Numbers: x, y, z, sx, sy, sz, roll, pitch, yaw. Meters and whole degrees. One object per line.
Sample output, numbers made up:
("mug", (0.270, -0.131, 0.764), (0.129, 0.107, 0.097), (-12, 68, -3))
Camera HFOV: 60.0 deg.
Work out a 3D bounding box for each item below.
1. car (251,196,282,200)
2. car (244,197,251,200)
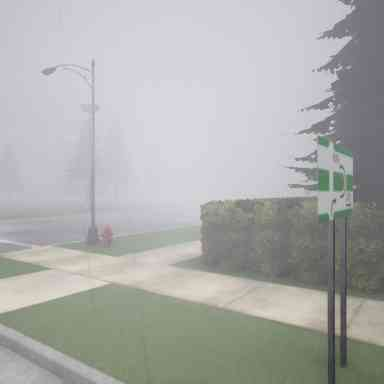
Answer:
("car", (10.183, 1.526, 45.271), (1.812, 1.442, 4.674), (0, 0, 36))
("car", (10.548, 1.547, 57.644), (2.033, 1.411, 5.357), (0, 0, 38))
